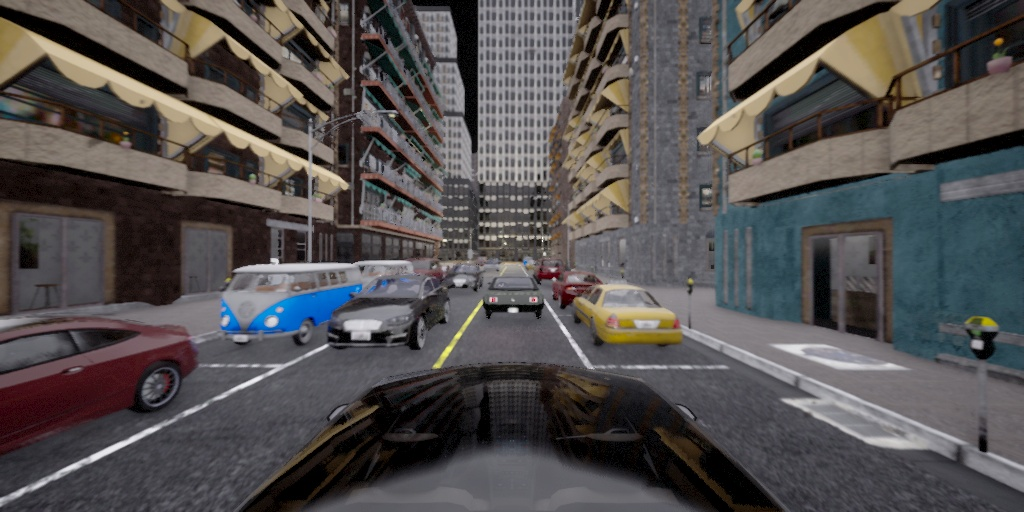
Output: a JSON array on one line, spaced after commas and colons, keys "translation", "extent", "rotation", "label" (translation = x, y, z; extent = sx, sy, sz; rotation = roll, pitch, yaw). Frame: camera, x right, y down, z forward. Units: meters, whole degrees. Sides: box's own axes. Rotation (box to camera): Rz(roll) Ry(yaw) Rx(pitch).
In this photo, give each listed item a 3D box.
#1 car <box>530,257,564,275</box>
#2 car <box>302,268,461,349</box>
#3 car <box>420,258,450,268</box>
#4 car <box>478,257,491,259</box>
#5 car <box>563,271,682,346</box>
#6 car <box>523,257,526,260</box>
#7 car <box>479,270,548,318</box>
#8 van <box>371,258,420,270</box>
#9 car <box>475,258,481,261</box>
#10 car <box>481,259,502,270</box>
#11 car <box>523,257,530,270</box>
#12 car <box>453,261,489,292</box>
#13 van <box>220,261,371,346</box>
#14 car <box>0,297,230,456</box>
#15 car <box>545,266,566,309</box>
[{"translation": [2.692, 1.055, 25.967], "extent": [2.192, 1.841, 5.009], "rotation": [0, 0, 0], "label": "car"}, {"translation": [-2.813, 1.233, 9.187], "extent": [2.128, 1.511, 4.902], "rotation": [0, 0, 1], "label": "car"}, {"translation": [-5.220, 1.046, 20.369], "extent": [2.192, 1.841, 5.009], "rotation": [0, 0, 0], "label": "car"}, {"translation": [-5.002, 1.038, 59.852], "extent": [2.192, 1.841, 5.009], "rotation": [0, 0, 0], "label": "car"}, {"translation": [2.599, 1.274, 9.216], "extent": [1.751, 1.417, 4.829], "rotation": [0, 0, 0], "label": "car"}, {"translation": [2.848, 1.260, 54.338], "extent": [1.751, 1.417, 4.829], "rotation": [0, 0, 0], "label": "car"}, {"translation": [0.055, 1.344, 13.004], "extent": [1.895, 1.301, 4.718], "rotation": [0, 0, 0], "label": "car"}, {"translation": [-5.251, 1.075, 14.729], "extent": [1.690, 1.789, 3.998], "rotation": [0, 0, 0], "label": "van"}, {"translation": [-5.096, 1.249, 42.761], "extent": [1.751, 1.417, 4.829], "rotation": [0, 0, 0], "label": "car"}, {"translation": [-2.522, 1.327, 45.039], "extent": [1.895, 1.301, 4.718], "rotation": [0, 0, 0], "label": "car"}, {"translation": [2.817, 1.260, 48.697], "extent": [1.751, 1.417, 4.829], "rotation": [0, 0, 0], "label": "car"}, {"translation": [-2.734, 1.226, 21.151], "extent": [2.128, 1.511, 4.902], "rotation": [0, 0, 1], "label": "car"}, {"translation": [-5.282, 1.078, 9.089], "extent": [1.690, 1.789, 3.998], "rotation": [0, 0, 0], "label": "van"}, {"translation": [-5.313, 1.323, 3.448], "extent": [1.802, 1.307, 4.207], "rotation": [0, 0, 0], "label": "car"}, {"translation": [2.629, 1.291, 14.686], "extent": [1.888, 1.381, 4.507], "rotation": [0, 0, 0], "label": "car"}]
